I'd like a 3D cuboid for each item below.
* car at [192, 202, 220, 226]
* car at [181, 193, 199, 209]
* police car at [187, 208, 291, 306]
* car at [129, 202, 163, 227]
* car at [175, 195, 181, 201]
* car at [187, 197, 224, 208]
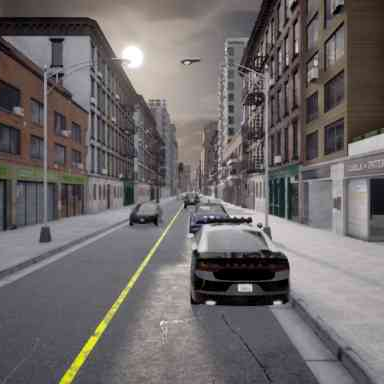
[{"bbox_3d":[0.916,1.519,24.123,1.812,1.442,4.674,0,0,0],"label":"car"},{"bbox_3d":[0.034,1.194,45.215,2.150,2.045,5.566,0,0,0],"label":"car"},{"bbox_3d":[0.905,1.424,8.233,1.930,1.638,5.238,0,0,0],"label":"police car"},{"bbox_3d":[-3.085,1.471,23.101,1.882,1.535,5.008,0,0,0],"label":"car"},{"bbox_3d":[-2.946,1.386,80.761,2.128,1.511,4.902,0,0,0],"label":"car"},{"bbox_3d":[0.911,1.347,18.094,2.097,1.767,4.553,0,0,0],"label":"car"}]
